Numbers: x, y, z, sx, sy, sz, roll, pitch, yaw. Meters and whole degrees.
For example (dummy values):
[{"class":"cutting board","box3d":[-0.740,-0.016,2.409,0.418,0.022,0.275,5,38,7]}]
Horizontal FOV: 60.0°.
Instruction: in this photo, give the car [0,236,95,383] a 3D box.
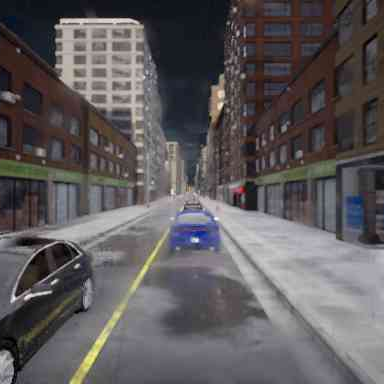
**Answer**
[{"class":"car","box3d":[-2.850,1.506,4.849,1.837,1.490,4.892,0,0,0]}]

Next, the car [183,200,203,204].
[{"class":"car","box3d":[0.103,1.511,33.438,2.128,1.511,4.902,0,0,0]}]

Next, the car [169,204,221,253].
[{"class":"car","box3d":[0.100,1.482,13.725,1.882,1.535,5.008,0,0,0]}]
